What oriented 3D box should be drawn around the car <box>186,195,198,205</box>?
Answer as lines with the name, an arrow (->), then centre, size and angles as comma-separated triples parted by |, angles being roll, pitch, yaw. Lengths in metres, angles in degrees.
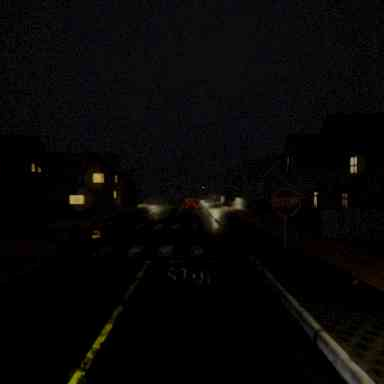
car -> -0.024, 1.337, 56.861 | 2.097, 1.767, 4.553 | 0, 0, 0
